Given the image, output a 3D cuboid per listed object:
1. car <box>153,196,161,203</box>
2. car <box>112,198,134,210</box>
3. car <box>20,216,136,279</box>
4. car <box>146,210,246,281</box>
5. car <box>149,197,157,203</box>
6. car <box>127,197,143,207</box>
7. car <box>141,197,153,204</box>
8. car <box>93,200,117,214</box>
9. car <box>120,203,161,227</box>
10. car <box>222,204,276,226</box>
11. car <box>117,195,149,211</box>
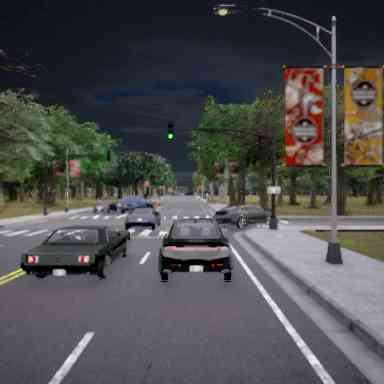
[{"bbox_3d":[-6.534,1.569,57.787,2.097,1.767,4.553,0,0,1],"label":"car"},{"bbox_3d":[-9.834,1.666,47.624,2.128,1.511,4.902,0,0,0],"label":"car"},{"bbox_3d":[-3.150,1.635,10.142,1.895,1.301,4.718,0,0,0],"label":"car"},{"bbox_3d":[0.100,1.524,9.919,2.128,1.511,4.902,0,0,0],"label":"car"},{"bbox_3d":[-6.584,1.775,47.538,1.895,1.301,4.718,0,0,0],"label":"car"},{"bbox_3d":[-9.785,1.719,57.562,1.837,1.490,4.892,0,0,1],"label":"car"},{"bbox_3d":[-9.741,1.814,71.553,1.994,1.385,4.181,0,0,0],"label":"car"},{"bbox_3d":[-9.831,1.629,38.073,2.128,1.511,4.902,0,0,2],"label":"car"},{"bbox_3d":[-3.151,1.642,22.064,1.994,1.385,4.181,0,0,0],"label":"car"},{"bbox_3d":[3.618,1.580,22.100,4.892,1.490,1.837,0,-3,-39],"label":"car"},{"bbox_3d":[-6.589,1.357,37.731,2.150,2.045,5.566,0,0,0],"label":"car"}]
